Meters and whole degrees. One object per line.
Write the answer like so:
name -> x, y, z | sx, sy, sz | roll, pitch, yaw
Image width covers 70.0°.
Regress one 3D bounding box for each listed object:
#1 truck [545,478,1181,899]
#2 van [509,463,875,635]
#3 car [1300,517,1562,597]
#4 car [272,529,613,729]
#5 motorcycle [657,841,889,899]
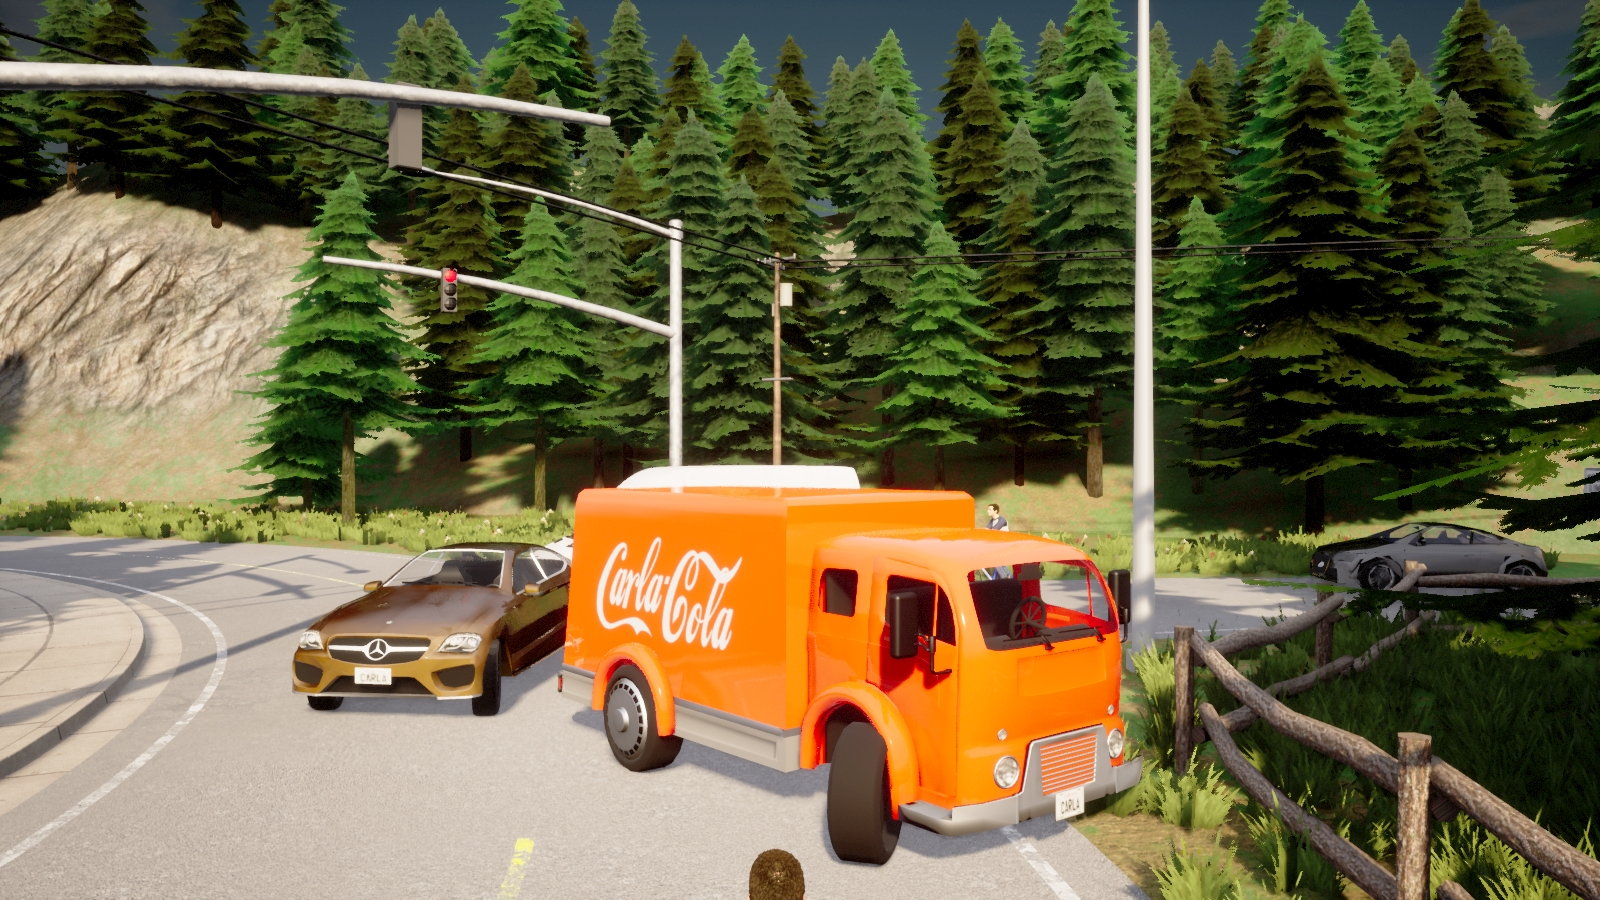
truck -> 0.202, 1.542, 9.769 | 2.627, 2.467, 5.204 | 0, 0, -39
van -> -1.776, 1.528, 19.549 | 5.915, 2.561, 1.988 | 0, 0, -27
car -> 12.589, 2.119, 23.051 | 4.181, 1.385, 1.994 | 0, 0, 6
car -> -4.038, 1.970, 14.038 | 2.152, 1.651, 5.027 | 0, 0, 6
motorcycle -> -0.074, 2.159, 3.526 | 0.803, 1.199, 2.033 | 0, 0, -2
